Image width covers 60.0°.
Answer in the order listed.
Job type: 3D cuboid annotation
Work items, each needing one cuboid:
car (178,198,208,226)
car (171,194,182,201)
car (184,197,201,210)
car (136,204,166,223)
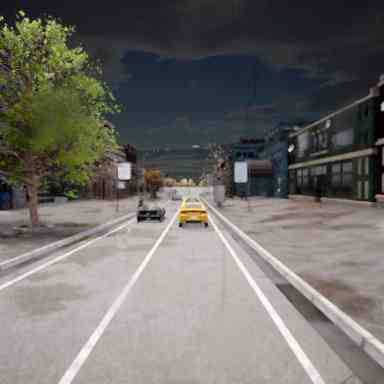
[{"bbox_3d":[0.095,1.461,23.446,1.882,1.535,5.008,0,0,0],"label":"car"},{"bbox_3d":[-3.028,1.160,66.330,1.994,1.385,4.181,0,1,0],"label":"car"},{"bbox_3d":[0.089,1.426,41.936,1.994,1.385,4.181,0,1,0],"label":"car"},{"bbox_3d":[-3.104,1.576,25.802,1.895,1.301,4.718,0,0,0],"label":"car"}]
